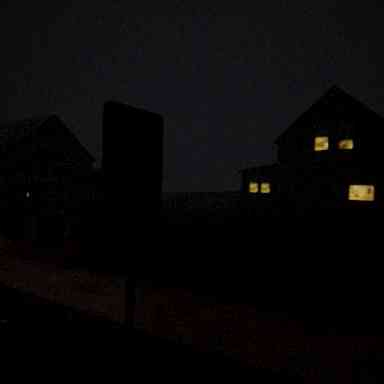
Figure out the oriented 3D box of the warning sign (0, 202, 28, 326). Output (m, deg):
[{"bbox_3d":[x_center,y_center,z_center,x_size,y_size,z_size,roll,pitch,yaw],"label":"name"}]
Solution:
[{"bbox_3d":[-3.521,1.108,5.200,1.060,1.860,1.300,2,0,35],"label":"warning sign"}]
